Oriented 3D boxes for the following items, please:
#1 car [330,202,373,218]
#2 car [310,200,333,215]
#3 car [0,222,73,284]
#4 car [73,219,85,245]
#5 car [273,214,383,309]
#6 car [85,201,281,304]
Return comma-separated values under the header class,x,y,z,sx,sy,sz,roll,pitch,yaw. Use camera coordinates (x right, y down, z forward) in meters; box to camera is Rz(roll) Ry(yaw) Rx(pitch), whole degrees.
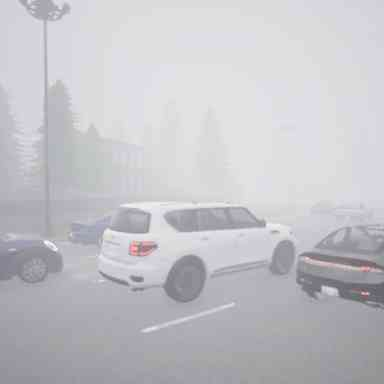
class,x,y,z,sx,sy,sz,roll,pitch,yaw
car,12.404,1.498,25.341,1.895,1.301,4.718,-1,0,39
car,12.837,1.471,31.918,1.994,1.385,4.181,-1,0,35
car,-5.717,1.457,8.389,4.553,1.767,2.097,-1,0,-35
car,-2.931,1.561,14.934,5.008,1.535,1.882,0,0,-40
car,4.193,1.455,7.227,4.902,1.511,2.128,-1,0,-40
car,0.437,1.241,8.552,5.566,2.045,2.150,-1,0,-39
